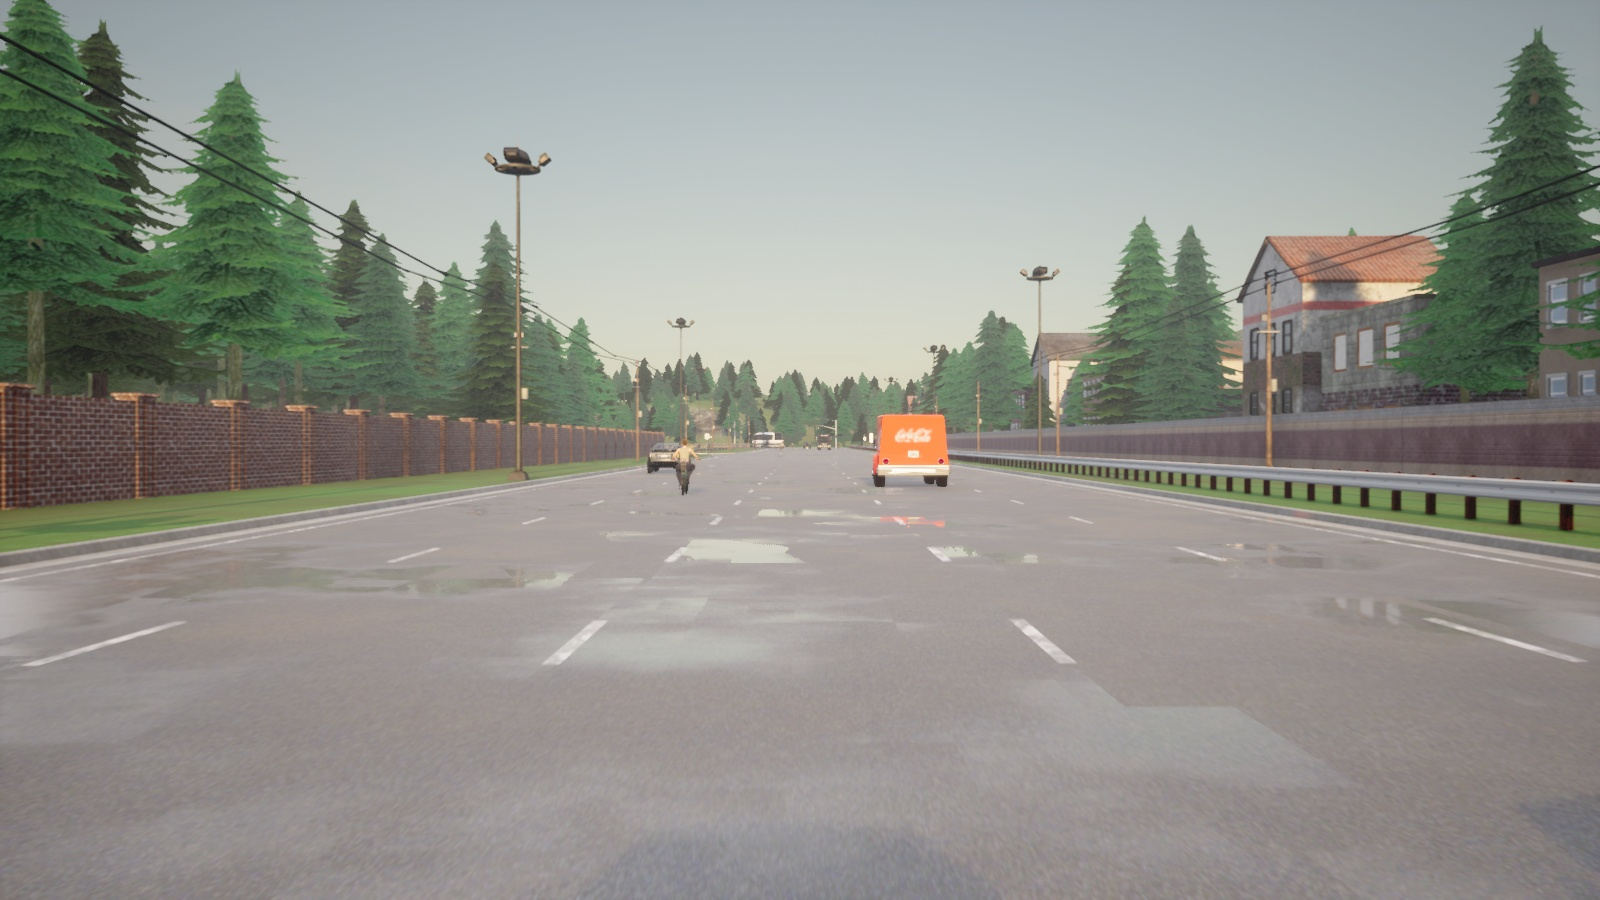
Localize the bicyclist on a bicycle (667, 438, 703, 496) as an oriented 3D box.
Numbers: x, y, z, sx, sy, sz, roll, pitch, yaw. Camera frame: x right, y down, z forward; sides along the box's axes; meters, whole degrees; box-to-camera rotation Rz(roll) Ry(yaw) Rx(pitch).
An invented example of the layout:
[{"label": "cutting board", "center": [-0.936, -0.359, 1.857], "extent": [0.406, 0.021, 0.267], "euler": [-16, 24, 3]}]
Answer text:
[{"label": "bicyclist on a bicycle", "center": [-3.285, 0.478, 35.951], "extent": [0.866, 1.612, 1.509], "euler": [0, 0, 1]}]

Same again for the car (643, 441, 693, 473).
[{"label": "car", "center": [-6.622, 0.330, 63.529], "extent": [2.007, 1.525, 4.514], "euler": [0, 0, 0]}]

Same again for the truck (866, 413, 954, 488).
[{"label": "truck", "center": [3.767, 0.015, 44.046], "extent": [2.627, 2.467, 5.204], "euler": [0, 0, 0]}]
